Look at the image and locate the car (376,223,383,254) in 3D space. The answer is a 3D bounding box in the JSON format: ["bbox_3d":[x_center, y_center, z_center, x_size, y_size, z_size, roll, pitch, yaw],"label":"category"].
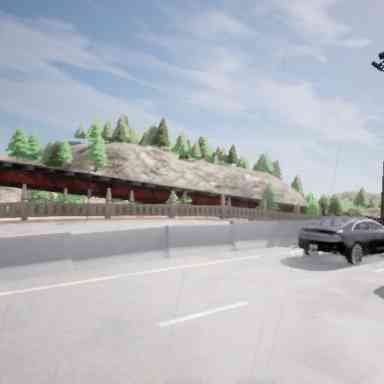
[{"bbox_3d":[7.091,1.639,8.797,4.892,1.490,1.837,2,-1,-35],"label":"car"}]

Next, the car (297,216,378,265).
[{"bbox_3d":[5.953,1.664,12.284,4.902,1.511,2.128,2,-1,-35],"label":"car"}]
